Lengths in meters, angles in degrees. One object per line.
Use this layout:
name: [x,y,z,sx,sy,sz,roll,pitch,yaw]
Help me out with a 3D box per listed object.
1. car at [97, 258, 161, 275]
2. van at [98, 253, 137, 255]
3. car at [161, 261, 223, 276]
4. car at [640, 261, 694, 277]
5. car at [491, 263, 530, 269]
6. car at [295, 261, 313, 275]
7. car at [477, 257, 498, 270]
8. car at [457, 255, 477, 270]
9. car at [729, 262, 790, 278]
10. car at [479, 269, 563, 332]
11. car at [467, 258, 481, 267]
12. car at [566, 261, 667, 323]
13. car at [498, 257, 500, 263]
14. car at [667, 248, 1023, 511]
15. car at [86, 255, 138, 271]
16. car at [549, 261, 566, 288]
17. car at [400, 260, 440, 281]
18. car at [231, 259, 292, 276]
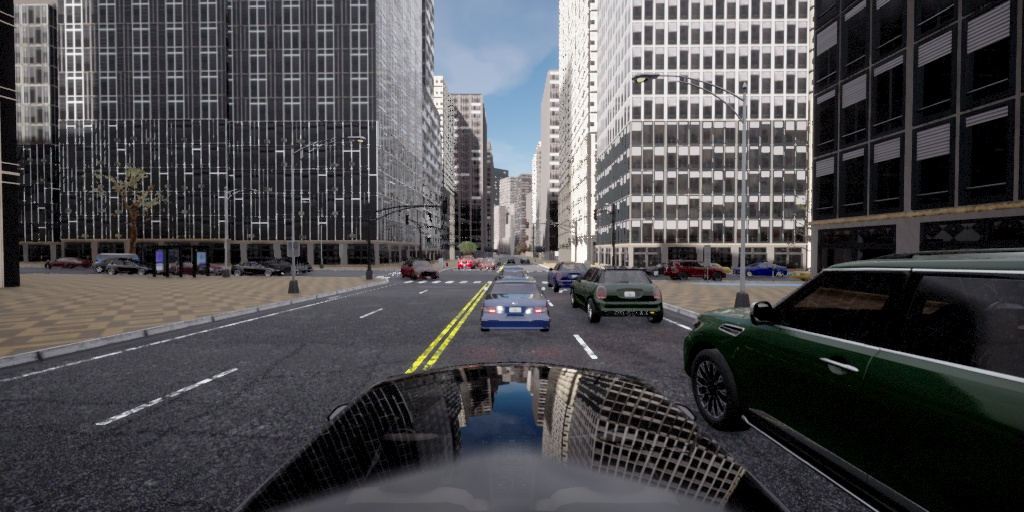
car: [-34.165,1.069,32.532,4.313,1.339,1.948,0,0,1]
van: [-45.375,0.605,41.167,3.998,1.789,1.690,0,0,1]
car: [-28.484,1.138,32.371,4.207,1.307,1.802,0,0,1]
car: [16.218,1.365,37.609,4.892,1.490,1.837,0,1,-1]
car: [0.058,1.304,20.062,1.994,1.385,4.181,0,0,0]
car: [-22.028,1.076,34.944,4.892,1.490,1.837,0,1,1]
car: [-3.424,1.068,51.257,2.097,1.767,4.553,0,0,-1]
car: [-6.704,0.935,53.403,2.150,2.045,5.566,0,0,0]
car: [25.803,1.422,37.442,5.008,1.535,1.882,1,1,1]
car: [0.082,1.293,10.819,2.033,1.411,5.357,0,0,0]
car: [-6.698,1.179,63.747,1.882,1.535,5.008,0,0,1]
car: [3.327,1.097,12.265,2.097,1.767,4.553,0,0,0]
car: [-3.461,1.232,60.101,1.812,1.442,4.674,0,0,0]
car: [3.345,0.971,2.418,2.150,2.045,5.566,0,0,0]
car: [-38.131,0.930,35.241,4.892,1.490,1.837,0,1,1]
car: [3.307,1.092,21.129,2.097,1.767,4.553,0,0,0]
car: [-7.770,1.106,30.148,2.097,1.767,4.553,0,0,-34]
car: [-22.799,1.173,32.251,4.313,1.339,1.948,0,0,1]
